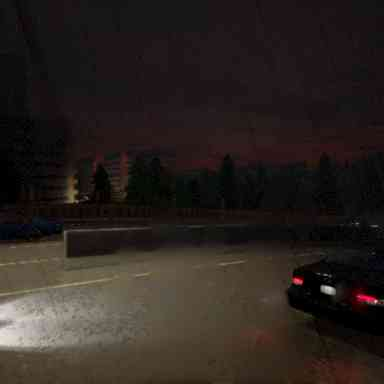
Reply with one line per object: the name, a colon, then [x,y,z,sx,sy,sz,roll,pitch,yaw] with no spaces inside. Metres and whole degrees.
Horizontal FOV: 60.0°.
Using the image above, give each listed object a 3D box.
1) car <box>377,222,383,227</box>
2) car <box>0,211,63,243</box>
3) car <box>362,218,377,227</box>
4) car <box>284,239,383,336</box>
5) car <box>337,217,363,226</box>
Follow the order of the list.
car: [11.257,2.222,16.083,5.008,1.535,1.882,5,-3,-35]
car: [-8.732,1.575,14.960,5.357,1.411,2.033,1,0,-36]
car: [17.327,3.262,29.249,4.718,1.301,1.895,5,-3,-35]
car: [4.207,1.694,6.750,5.357,1.411,2.033,2,-1,-36]
car: [19.028,3.677,39.042,4.892,1.490,1.837,5,-3,-35]
